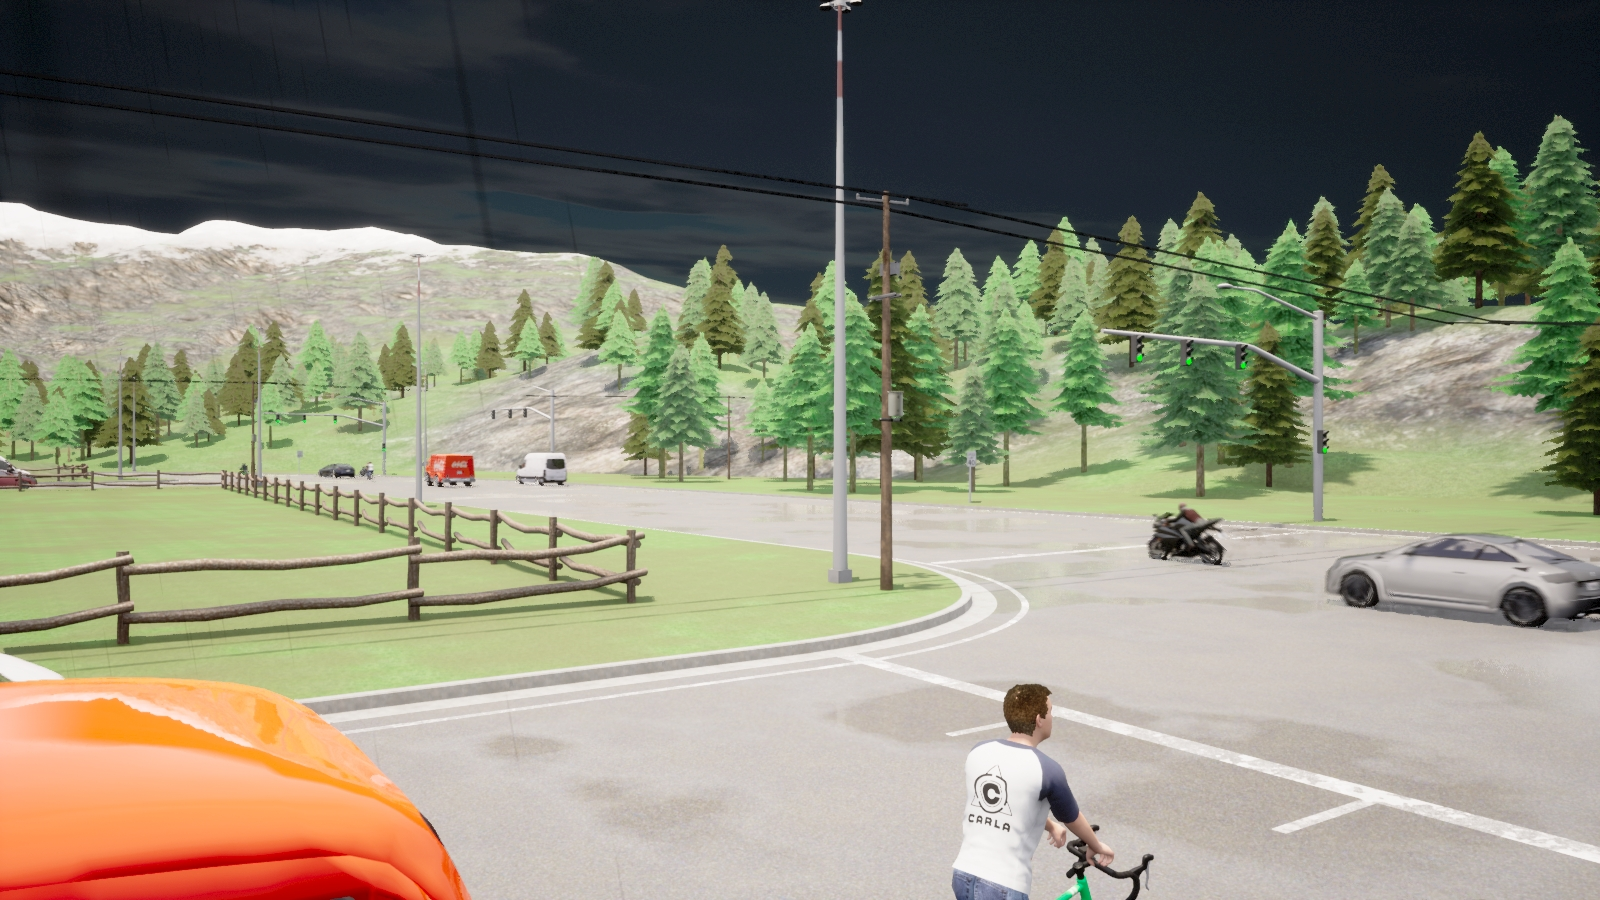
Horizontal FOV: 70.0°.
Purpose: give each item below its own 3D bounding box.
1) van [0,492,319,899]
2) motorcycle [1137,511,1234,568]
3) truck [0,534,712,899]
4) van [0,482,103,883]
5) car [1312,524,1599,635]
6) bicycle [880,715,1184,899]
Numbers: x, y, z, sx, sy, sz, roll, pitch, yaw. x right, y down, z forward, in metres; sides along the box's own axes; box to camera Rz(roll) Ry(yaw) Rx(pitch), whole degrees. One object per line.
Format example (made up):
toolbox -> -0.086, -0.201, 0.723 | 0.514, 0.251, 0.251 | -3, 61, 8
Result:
van -> -5.215, 1.535, 4.399 | 5.915, 2.561, 1.988 | 0, 0, -35
motorcycle -> 9.531, 2.189, 28.314 | 0.867, 1.251, 2.209 | 0, 0, -35
truck -> -3.045, 1.576, 1.733 | 5.204, 2.467, 2.627 | -1, 0, -34
van -> -7.746, 1.533, 6.901 | 5.915, 2.561, 1.988 | 0, 0, -35
car -> 11.306, 2.105, 19.588 | 1.994, 1.385, 4.181 | 0, 0, -35
bicycle -> 1.060, 2.053, 4.957 | 1.643, 1.496, 0.373 | 0, 0, -41
